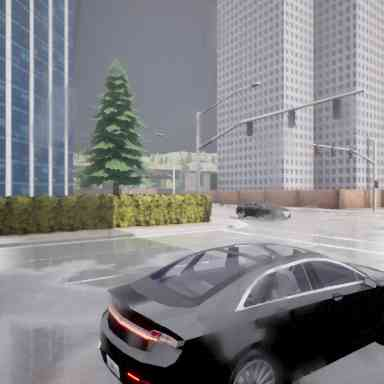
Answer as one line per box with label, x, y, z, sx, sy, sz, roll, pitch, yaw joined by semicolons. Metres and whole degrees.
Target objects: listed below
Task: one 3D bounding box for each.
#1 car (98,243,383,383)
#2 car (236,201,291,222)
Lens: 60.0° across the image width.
car;1.207;1.492;4.667;4.902;1.511;2.128;0;0;-35
car;5.609;1.492;26.601;2.128;1.511;4.902;0;0;-35
